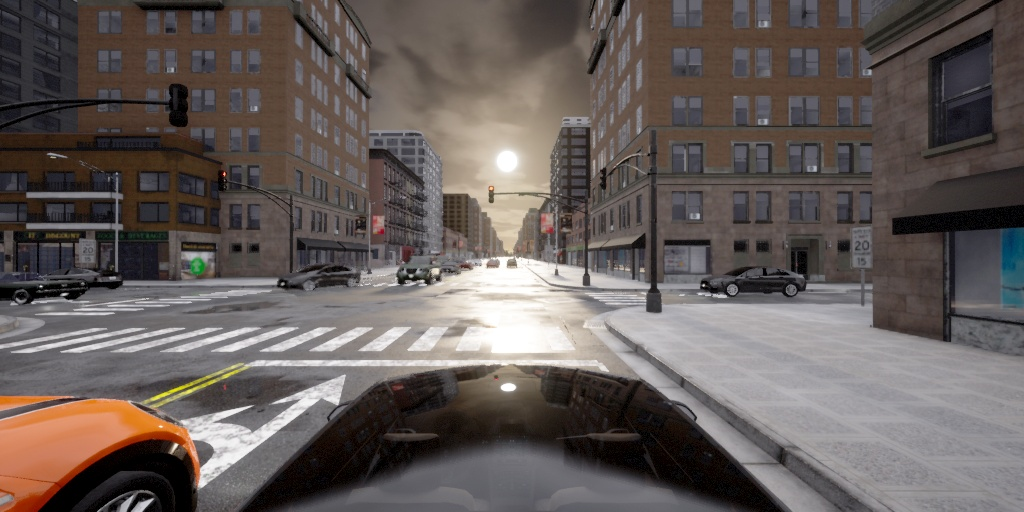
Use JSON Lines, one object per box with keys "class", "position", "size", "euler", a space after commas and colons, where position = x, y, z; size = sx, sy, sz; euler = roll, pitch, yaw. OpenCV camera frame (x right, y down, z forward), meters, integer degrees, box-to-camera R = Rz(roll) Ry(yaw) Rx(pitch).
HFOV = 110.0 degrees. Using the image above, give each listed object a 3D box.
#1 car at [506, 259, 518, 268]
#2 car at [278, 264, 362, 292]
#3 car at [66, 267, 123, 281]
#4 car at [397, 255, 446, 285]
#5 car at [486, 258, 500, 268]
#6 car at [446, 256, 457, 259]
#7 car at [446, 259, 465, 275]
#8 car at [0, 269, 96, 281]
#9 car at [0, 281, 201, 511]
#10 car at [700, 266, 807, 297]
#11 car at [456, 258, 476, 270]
{"class": "car", "position": [-0.021, 1.245, 63.086], "size": [1.837, 1.490, 4.892], "euler": [0, 0, 0]}
{"class": "car", "position": [-11.484, 1.271, 21.764], "size": [1.837, 1.490, 4.892], "euler": [2, 1, 25]}
{"class": "car", "position": [-25.411, 1.330, 20.955], "size": [4.313, 1.339, 1.948], "euler": [0, 0, 0]}
{"class": "car", "position": [-6.641, 0.972, 26.341], "size": [2.150, 2.045, 5.566], "euler": [0, 0, 0]}
{"class": "car", "position": [-3.369, 1.304, 61.948], "size": [1.994, 1.385, 4.181], "euler": [0, 0, 0]}
{"class": "car", "position": [-9.918, 0.963, 51.388], "size": [2.150, 2.045, 5.566], "euler": [0, 0, 2]}
{"class": "car", "position": [-6.674, 1.312, 38.879], "size": [1.994, 1.385, 4.181], "euler": [0, 0, 0]}
{"class": "car", "position": [-21.516, 1.345, 15.462], "size": [4.718, 1.301, 1.895], "euler": [0, 0, 0]}
{"class": "car", "position": [-3.237, 1.102, 0.601], "size": [2.097, 1.767, 4.553], "euler": [0, 0, 0]}
{"class": "car", "position": [12.424, 1.294, 18.639], "size": [4.892, 1.490, 1.837], "euler": [0, 0, 1]}
{"class": "car", "position": [-6.690, 1.344, 51.527], "size": [1.895, 1.301, 4.718], "euler": [0, 0, 0]}
